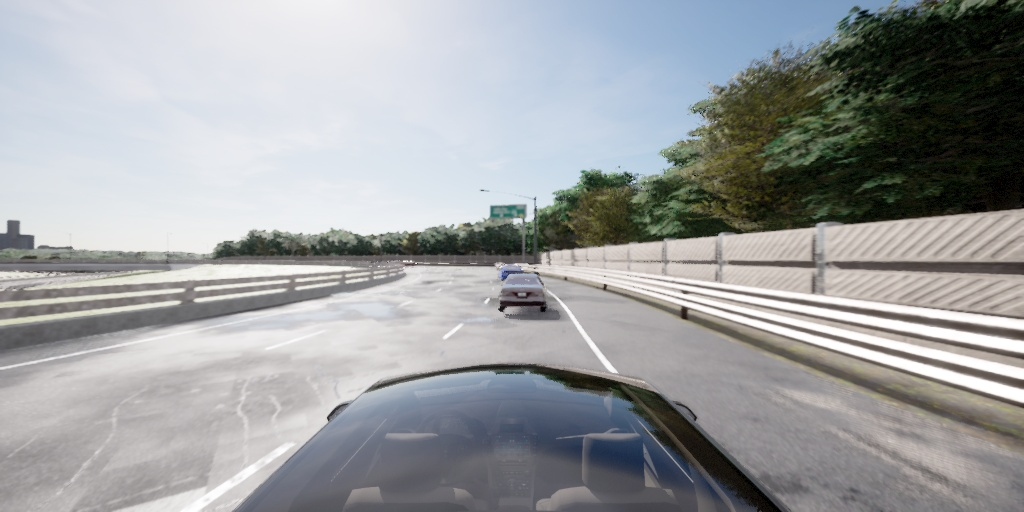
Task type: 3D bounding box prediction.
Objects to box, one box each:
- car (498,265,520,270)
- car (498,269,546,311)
[{"bbox_3d":[-0.163,1.551,31.549,1.882,1.535,5.008,1,-1,-6],"label":"car"},{"bbox_3d":[0.459,1.448,15.302,2.033,1.411,5.357,0,-1,2],"label":"car"}]
